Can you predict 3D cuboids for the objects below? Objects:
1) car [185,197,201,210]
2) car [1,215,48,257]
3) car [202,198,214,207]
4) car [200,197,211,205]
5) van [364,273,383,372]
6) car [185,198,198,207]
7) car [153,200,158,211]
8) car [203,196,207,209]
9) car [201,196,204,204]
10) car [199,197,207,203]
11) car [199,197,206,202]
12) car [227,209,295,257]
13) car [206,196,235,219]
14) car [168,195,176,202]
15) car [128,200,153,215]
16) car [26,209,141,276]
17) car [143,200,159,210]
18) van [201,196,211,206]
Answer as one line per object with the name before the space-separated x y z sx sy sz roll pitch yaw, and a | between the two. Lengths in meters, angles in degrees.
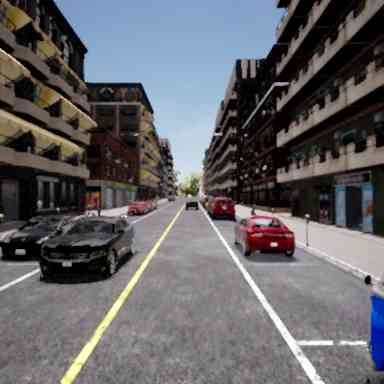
car | -0.001 1.715 46.712 1.837 1.490 4.892 0 0 0
car | -5.680 1.625 13.210 1.947 1.339 4.313 1 0 0
car | 2.699 1.806 57.739 1.887 1.381 4.507 1 0 0
car | 2.698 1.863 68.881 2.008 1.369 4.403 1 0 0
van | 2.703 1.351 2.030 1.690 1.788 3.998 1 0 0
car | -0.002 1.748 56.854 2.128 1.511 4.902 0 0 0
car | -5.681 1.766 41.065 1.802 1.307 4.206 1 0 0
car | 2.703 1.475 35.455 2.192 1.841 5.009 1 0 0
car | 2.703 1.551 52.169 2.192 1.841 5.009 1 0 0
car | 2.698 1.889 80.193 1.752 1.417 4.829 1 0 0
car | 2.698 1.971 85.595 1.802 1.307 4.206 1 0 0
car | 2.700 1.604 13.170 1.887 1.381 4.507 1 0 0
car | 2.703 1.449 29.885 2.192 1.841 5.009 1 0 0
car | -5.682 1.979 91.205 1.947 1.339 4.313 1 0 0
car | -5.681 1.703 35.495 1.887 1.381 4.507 1 0 0
car | -3.075 1.525 10.721 1.882 1.535 5.008 0 0 0
car | -5.682 1.791 46.636 1.802 1.307 4.206 1 0 0
van | 2.702 1.628 63.311 1.690 1.788 3.998 1 0 0
